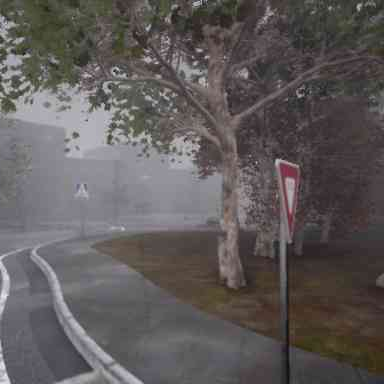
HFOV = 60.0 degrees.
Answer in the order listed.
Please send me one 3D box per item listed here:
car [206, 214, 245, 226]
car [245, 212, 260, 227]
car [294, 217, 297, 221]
[{"bbox_3d":[3.914,3.466,40.769,2.033,1.411,5.357,-1,-4,39],"label":"car"},{"bbox_3d":[8.613,3.362,41.594,2.150,2.045,5.566,-1,-4,38],"label":"car"},{"bbox_3d":[15.576,4.234,50.244,1.882,1.535,5.008,-1,-3,39],"label":"car"}]
